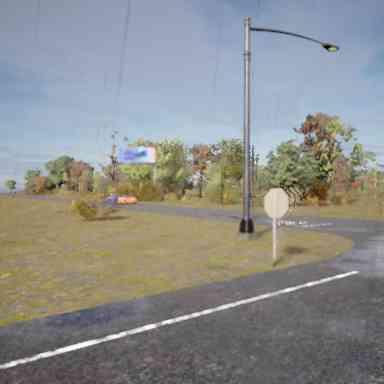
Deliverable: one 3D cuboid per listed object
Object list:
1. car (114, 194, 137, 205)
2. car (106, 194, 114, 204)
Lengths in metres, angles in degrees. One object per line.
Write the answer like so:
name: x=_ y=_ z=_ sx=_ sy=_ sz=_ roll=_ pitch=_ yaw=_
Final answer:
car: x=-11.239 y=1.231 z=57.518 sx=2.097 sy=1.767 sz=4.553 roll=0 pitch=0 yaw=-33
car: x=-14.457 y=1.221 z=62.226 sx=2.097 sy=1.767 sz=4.553 roll=0 pitch=0 yaw=-34
